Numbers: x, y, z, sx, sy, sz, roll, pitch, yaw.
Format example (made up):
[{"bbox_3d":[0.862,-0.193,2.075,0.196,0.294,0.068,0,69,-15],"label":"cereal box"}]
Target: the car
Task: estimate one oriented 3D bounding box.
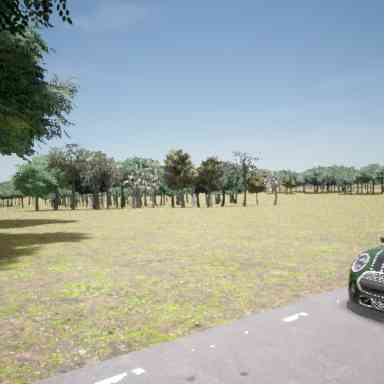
[{"bbox_3d":[5.200,1.348,6.791,4.553,1.767,2.097,0,0,-36],"label":"car"}]
